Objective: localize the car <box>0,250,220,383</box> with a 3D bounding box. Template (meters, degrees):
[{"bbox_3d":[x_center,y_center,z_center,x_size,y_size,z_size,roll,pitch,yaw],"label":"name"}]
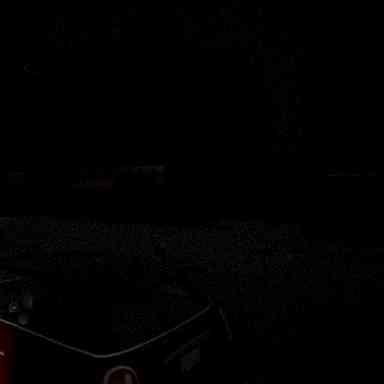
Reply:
[{"bbox_3d":[-1.593,1.438,3.937,4.097,1.590,1.967,0,1,36],"label":"car"}]

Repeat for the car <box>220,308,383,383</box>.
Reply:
[{"bbox_3d":[2.804,1.317,0.798,5.009,1.841,2.192,0,1,36],"label":"car"}]
